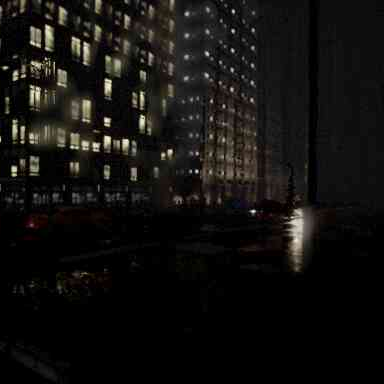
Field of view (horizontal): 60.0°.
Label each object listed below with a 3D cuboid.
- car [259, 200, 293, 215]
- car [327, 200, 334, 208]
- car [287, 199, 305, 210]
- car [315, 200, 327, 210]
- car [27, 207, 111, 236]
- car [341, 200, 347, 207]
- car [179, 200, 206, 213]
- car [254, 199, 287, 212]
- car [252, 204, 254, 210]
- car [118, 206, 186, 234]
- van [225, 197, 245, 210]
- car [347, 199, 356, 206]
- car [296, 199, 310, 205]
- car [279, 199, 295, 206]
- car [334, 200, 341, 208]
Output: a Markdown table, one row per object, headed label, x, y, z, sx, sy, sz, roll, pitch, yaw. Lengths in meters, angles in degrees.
| label | x | y | z | sx | sy | sz | roll | pitch | yaw |
| --- | --- | --- | --- | --- | --- | --- | --- | --- | --- |
| car | 10.081 | 2.011 | 39.650 | 1.947 | 1.339 | 4.313 | 1 | 0 | 35 |
| car | 22.956 | 2.245 | 58.187 | 1.802 | 1.307 | 4.206 | 1 | 0 | 35 |
| car | 16.344 | 2.083 | 53.368 | 2.033 | 1.411 | 5.357 | 1 | 0 | 35 |
| car | 19.738 | 2.175 | 53.553 | 1.947 | 1.339 | 4.313 | 1 | 0 | 35 |
| car | -7.068 | 1.613 | 19.658 | 1.882 | 1.535 | 5.008 | 1 | 0 | 35 |
| car | 29.394 | 2.337 | 67.456 | 1.947 | 1.339 | 4.313 | 1 | 0 | 35 |
| car | -0.012 | 1.666 | 39.805 | 1.967 | 1.590 | 4.097 | 1 | 0 | 35 |
| car | 10.725 | 1.793 | 45.176 | 2.097 | 1.767 | 4.553 | 1 | 0 | 35 |
| car | 10.564 | 1.985 | 50.305 | 1.994 | 1.385 | 4.181 | 1 | 0 | 35 |
| car | -2.687 | 1.778 | 21.041 | 2.008 | 1.369 | 4.403 | 1 | 0 | 35 |
| van | 6.425 | 1.676 | 49.072 | 1.690 | 1.788 | 3.998 | 1 | 0 | 35 |
| car | 35.832 | 2.444 | 76.725 | 1.947 | 1.339 | 4.313 | 1 | 0 | 35 |
| car | 25.730 | 2.226 | 76.870 | 1.947 | 1.339 | 4.313 | 1 | 0 | 35 |
| car | 19.295 | 2.134 | 67.603 | 1.802 | 1.307 | 4.206 | 1 | 0 | 35 |
| car | 26.177 | 2.157 | 62.822 | 1.967 | 1.590 | 4.097 | 1 | 0 | 35 |
